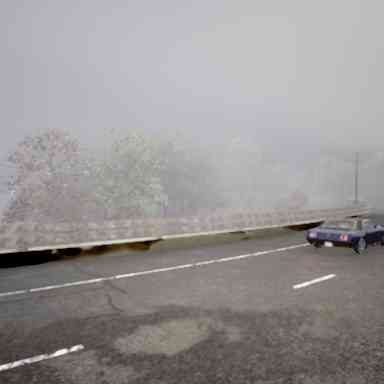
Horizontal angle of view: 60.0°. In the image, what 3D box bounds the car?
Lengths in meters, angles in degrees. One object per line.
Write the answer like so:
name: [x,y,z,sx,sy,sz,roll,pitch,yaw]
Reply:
car: [6.873,1.758,14.338,4.718,1.301,1.895,1,-1,-44]
